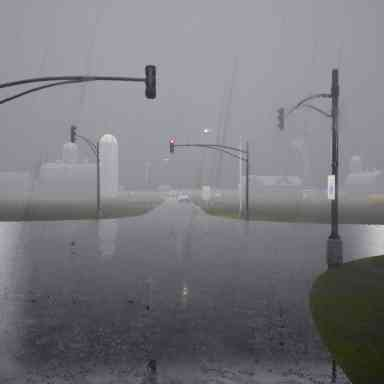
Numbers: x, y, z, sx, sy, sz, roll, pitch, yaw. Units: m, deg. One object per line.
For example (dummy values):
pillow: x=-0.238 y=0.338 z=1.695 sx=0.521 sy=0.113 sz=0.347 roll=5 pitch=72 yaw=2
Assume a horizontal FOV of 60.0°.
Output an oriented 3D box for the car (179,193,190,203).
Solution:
car: x=-1.523 y=1.557 z=69.974 sx=1.812 sy=1.442 sz=4.674 roll=0 pitch=0 yaw=-3

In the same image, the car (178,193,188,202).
car: x=-2.109 y=1.193 z=80.009 sx=2.150 sy=2.045 sz=5.566 roll=0 pitch=0 yaw=-4
